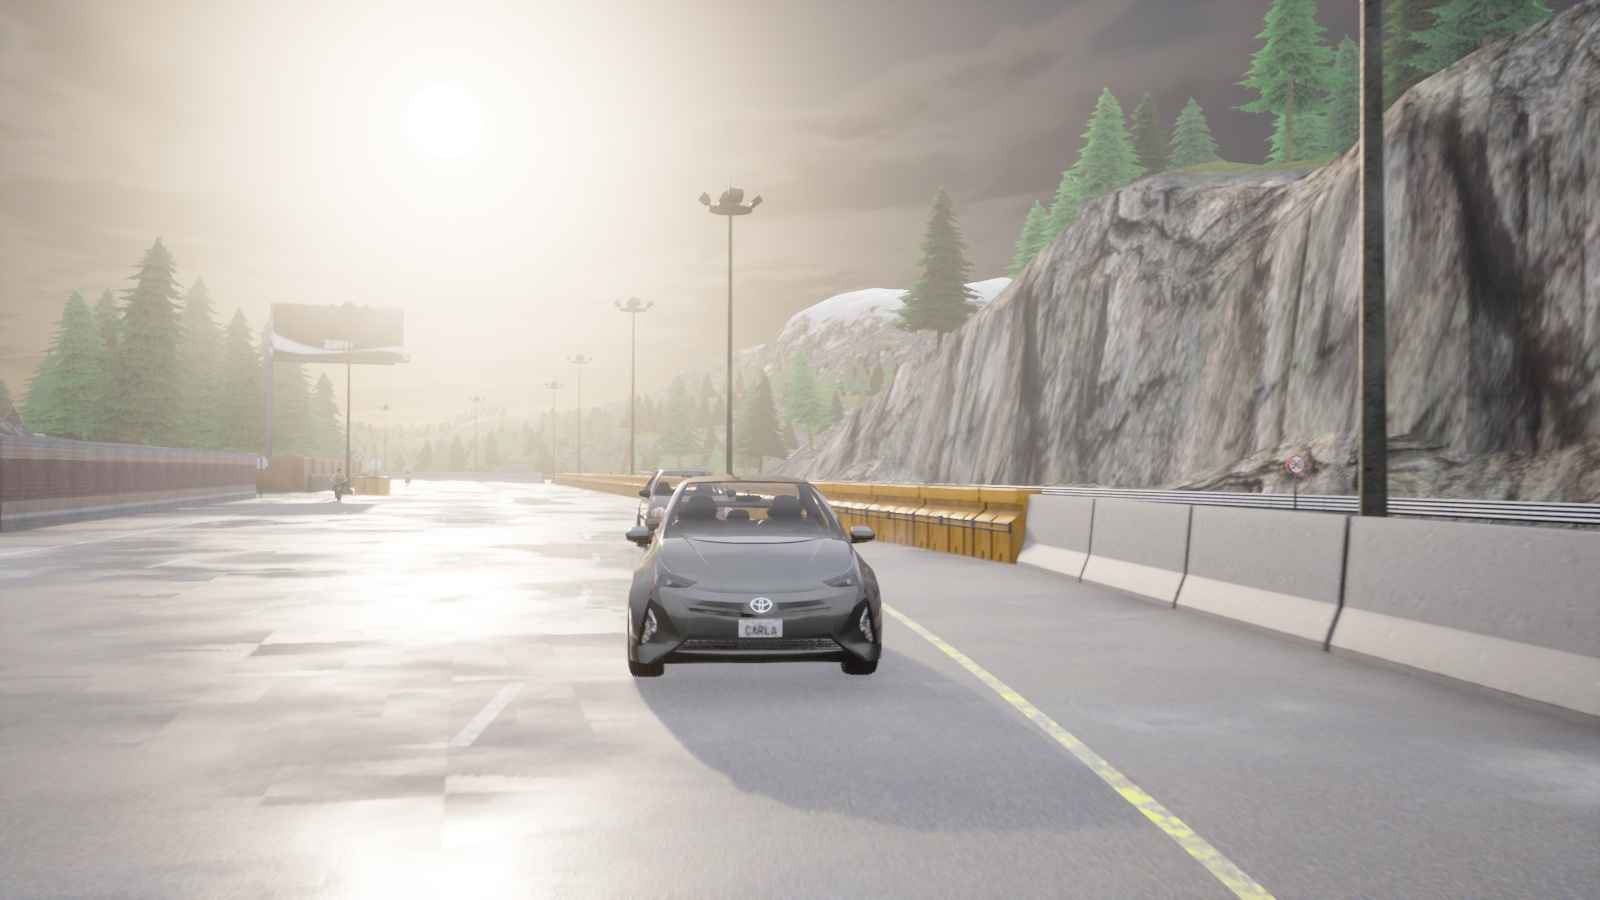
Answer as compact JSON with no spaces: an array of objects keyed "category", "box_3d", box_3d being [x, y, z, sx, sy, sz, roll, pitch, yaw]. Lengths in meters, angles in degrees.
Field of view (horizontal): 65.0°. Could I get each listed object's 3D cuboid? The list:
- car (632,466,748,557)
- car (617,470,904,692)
[{"category":"car","box_3d":[-2.224,1.131,24.419,1.851,1.617,3.988,0,-1,-11]},{"category":"car","box_3d":[-0.473,0.948,11.043,2.007,1.525,4.514,0,-1,-5]}]
